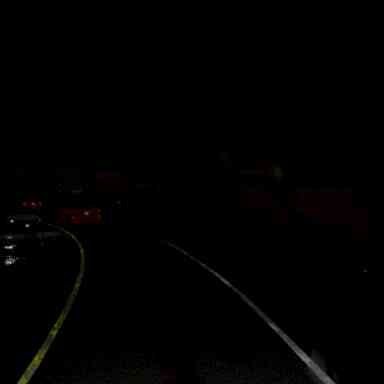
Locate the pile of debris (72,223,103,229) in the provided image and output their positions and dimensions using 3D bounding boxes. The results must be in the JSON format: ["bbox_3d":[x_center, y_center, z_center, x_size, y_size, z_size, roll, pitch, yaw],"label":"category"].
[{"bbox_3d":[-6.799,2.176,21.584,1.500,0.140,1.860,0,0,-34],"label":"pile of debris"}]

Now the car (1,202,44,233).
[{"bbox_3d":[-10.234,1.540,19.914,1.812,1.442,4.674,0,0,-35],"label":"car"}]

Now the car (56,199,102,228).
[{"bbox_3d":[-7.693,1.352,22.417,2.097,1.767,4.553,0,0,-33],"label":"car"}]

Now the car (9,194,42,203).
[{"bbox_3d":[-16.799,1.243,33.318,2.150,2.045,5.566,0,0,-43],"label":"car"}]
